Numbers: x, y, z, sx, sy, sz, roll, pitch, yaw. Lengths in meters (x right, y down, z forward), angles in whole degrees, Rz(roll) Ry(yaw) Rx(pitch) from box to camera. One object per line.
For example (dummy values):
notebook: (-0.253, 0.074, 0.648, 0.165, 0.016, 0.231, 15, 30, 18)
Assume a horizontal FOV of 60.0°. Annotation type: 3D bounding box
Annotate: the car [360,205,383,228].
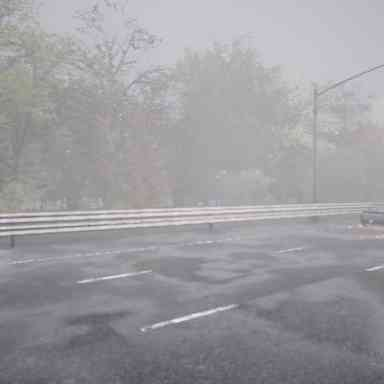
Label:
car: (12.736, 1.559, 21.366, 4.902, 1.511, 2.128, 0, 0, -35)
